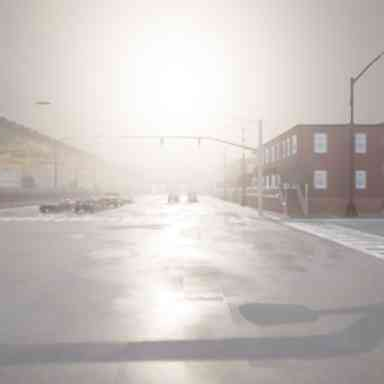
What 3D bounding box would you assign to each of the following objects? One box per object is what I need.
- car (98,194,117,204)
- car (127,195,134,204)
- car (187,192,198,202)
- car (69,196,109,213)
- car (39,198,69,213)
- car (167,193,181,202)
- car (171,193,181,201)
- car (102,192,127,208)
[{"bbox_3d":[-14.026,1.166,55.384,1.882,1.535,5.008,0,0,1],"label":"car"},{"bbox_3d":[-10.542,1.222,54.038,1.812,1.442,4.674,0,0,0],"label":"car"},{"bbox_3d":[0.119,1.195,62.662,2.033,1.411,5.357,0,0,0],"label":"car"},{"bbox_3d":[-10.601,1.406,34.619,1.895,1.301,4.718,0,0,3],"label":"car"},{"bbox_3d":[-14.089,1.350,35.033,2.033,1.411,5.357,0,0,0],"label":"car"},{"bbox_3d":[-3.478,0.998,62.989,2.097,1.767,4.553,0,0,0],"label":"car"},{"bbox_3d":[-3.480,1.068,72.987,1.882,1.535,5.008,0,0,0],"label":"car"},{"bbox_3d":[-10.580,0.973,44.241,2.150,2.045,5.566,0,0,0],"label":"car"}]
